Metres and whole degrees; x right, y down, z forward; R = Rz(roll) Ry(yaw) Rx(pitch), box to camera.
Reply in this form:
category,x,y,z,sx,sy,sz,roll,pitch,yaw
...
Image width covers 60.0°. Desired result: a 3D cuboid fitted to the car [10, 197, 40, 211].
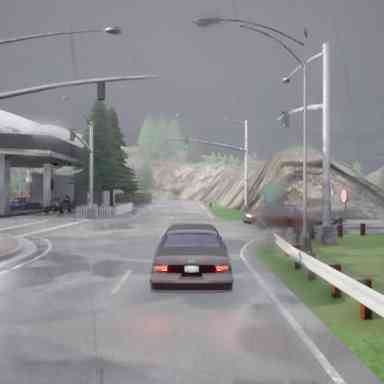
category,x,y,z,sx,sy,sz,roll,pitch,yaw
car,-20.276,1.495,40.661,2.242,1.667,4.611,0,0,-1

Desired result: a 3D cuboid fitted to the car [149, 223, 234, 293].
category,x,y,z,sx,sy,sz,roll,pitch,yaw
car,-0.002,1.551,9.004,2.033,1.411,5.357,0,0,0

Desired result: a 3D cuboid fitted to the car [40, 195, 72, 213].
category,x,y,z,sx,sy,sz,roll,pitch,yaw
car,-14.564,1.326,36.389,1.905,1.878,3.866,0,0,-1

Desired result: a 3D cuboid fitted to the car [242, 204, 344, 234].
category,x,y,z,sx,sy,sz,roll,pitch,yaw
car,5.386,1.384,18.209,5.357,1.411,2.033,-1,0,43
